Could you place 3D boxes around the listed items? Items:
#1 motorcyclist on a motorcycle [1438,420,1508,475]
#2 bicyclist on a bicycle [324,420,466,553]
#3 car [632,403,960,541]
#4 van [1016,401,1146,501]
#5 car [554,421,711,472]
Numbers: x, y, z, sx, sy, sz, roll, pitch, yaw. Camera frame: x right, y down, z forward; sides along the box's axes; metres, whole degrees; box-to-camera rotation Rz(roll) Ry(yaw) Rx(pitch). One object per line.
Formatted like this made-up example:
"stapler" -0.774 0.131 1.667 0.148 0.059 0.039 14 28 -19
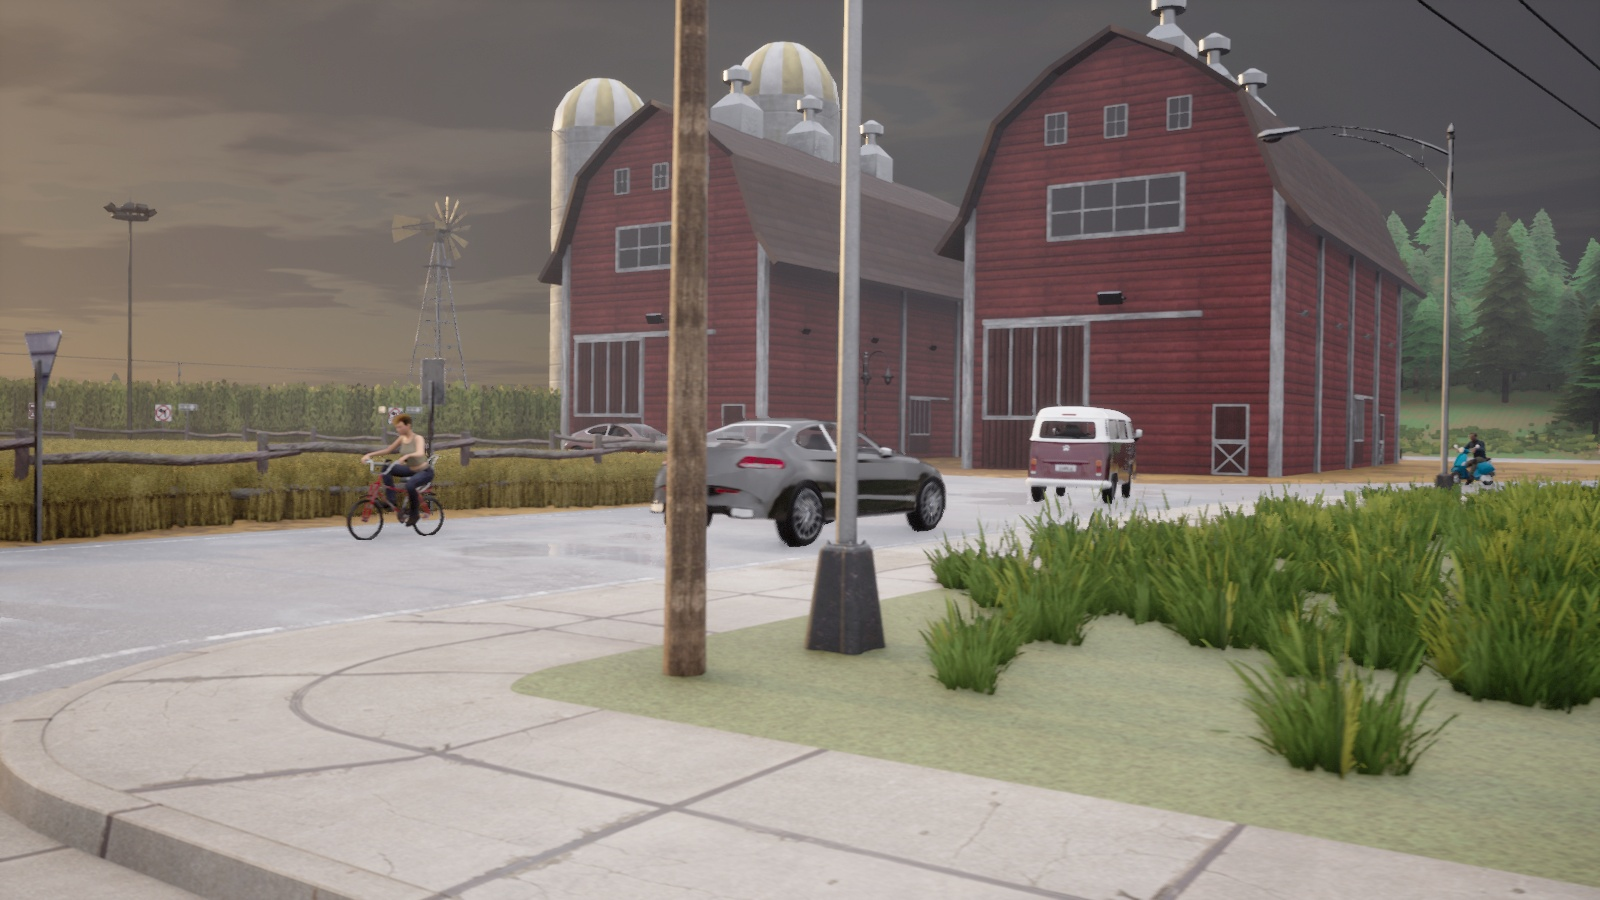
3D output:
"motorcyclist on a motorcycle" 19.950 -0.085 37.220 1.817 1.590 0.866 -1 1 -22
"bicyclist on a bicycle" -5.183 0.434 16.130 0.866 1.612 1.509 0 1 35
"car" 0.143 0.223 17.720 2.152 1.651 5.027 0 1 34
"van" 6.346 -0.037 27.950 2.069 2.038 4.480 1 1 23
"car" -5.688 -0.150 42.537 5.027 1.651 2.152 0 1 31
